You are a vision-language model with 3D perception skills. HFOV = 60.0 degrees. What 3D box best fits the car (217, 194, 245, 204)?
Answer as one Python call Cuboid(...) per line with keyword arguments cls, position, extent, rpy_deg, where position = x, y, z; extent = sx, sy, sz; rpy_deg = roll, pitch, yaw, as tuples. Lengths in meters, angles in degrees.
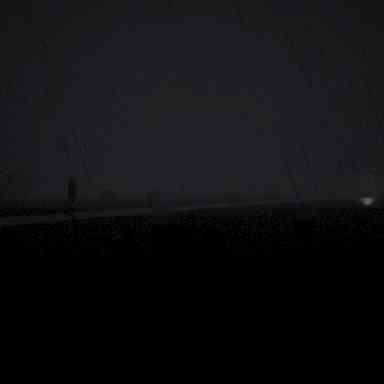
Cuboid(cls="car", position=(6.071, 1.044, 51.074), extent=(2.033, 1.411, 5.357), rpy_deg=(1, 1, 41))
